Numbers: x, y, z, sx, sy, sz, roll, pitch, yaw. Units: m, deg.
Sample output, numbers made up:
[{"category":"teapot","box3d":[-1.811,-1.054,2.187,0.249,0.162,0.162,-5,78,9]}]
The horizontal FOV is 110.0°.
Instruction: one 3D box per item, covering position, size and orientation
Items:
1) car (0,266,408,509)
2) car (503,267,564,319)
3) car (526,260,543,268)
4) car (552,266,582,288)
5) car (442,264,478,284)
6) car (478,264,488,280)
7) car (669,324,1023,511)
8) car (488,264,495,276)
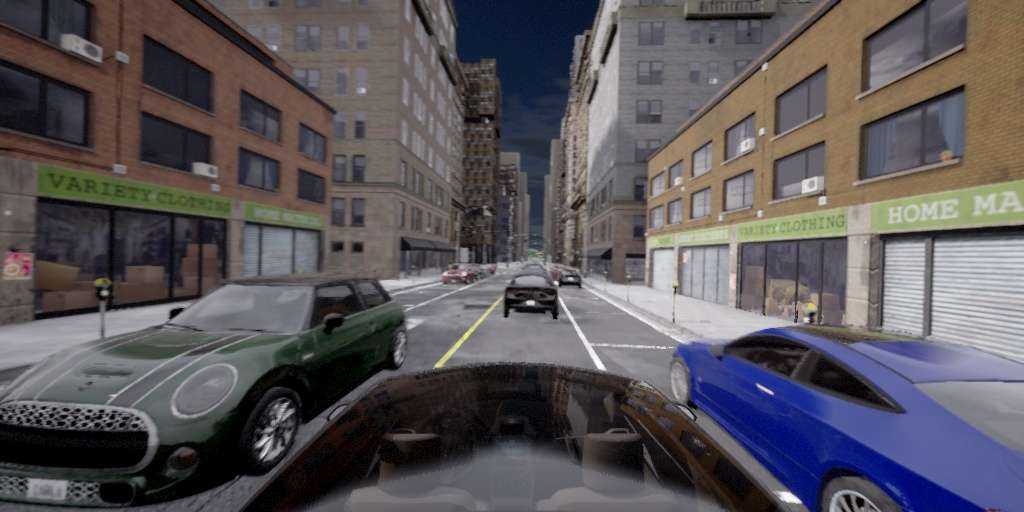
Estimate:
[{"category":"car","box3d":[-3.053,1.045,4.725,2.097,1.767,4.553,2,-1,4]},{"category":"car","box3d":[0.756,1.370,13.780,1.882,1.535,5.008,2,-1,4]},{"category":"car","box3d":[1.867,1.446,30.335,2.097,1.767,4.553,2,-1,4]},{"category":"car","box3d":[4.338,1.704,27.781,1.948,1.339,4.313,0,0,4]},{"category":"car","box3d":[-4.165,1.342,28.353,1.967,1.591,4.097,0,0,4]},{"category":"car","box3d":[-3.798,1.536,33.845,1.948,1.339,4.313,0,0,4]},{"category":"car","box3d":[3.113,1.381,3.386,1.812,1.442,4.674,2,-1,4]},{"category":"car","box3d":[-3.430,1.588,39.338,2.007,1.370,4.403,0,0,4]}]
